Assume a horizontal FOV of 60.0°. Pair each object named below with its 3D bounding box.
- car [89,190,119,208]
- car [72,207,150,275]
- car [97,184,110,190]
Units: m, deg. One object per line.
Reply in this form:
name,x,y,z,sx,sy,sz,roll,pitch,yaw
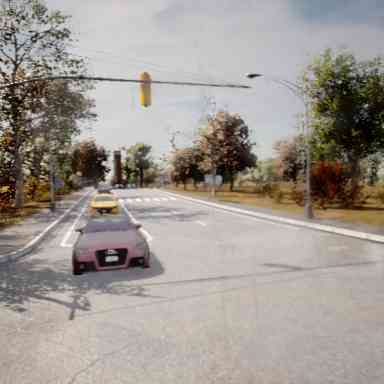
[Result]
car,-6.469,0.911,24.502,1.882,1.535,5.008,-2,3,-15
car,-2.522,1.421,10.189,1.994,1.385,4.181,-2,2,-15
car,-14.990,-0.610,56.449,2.097,1.767,4.553,-2,3,-14
